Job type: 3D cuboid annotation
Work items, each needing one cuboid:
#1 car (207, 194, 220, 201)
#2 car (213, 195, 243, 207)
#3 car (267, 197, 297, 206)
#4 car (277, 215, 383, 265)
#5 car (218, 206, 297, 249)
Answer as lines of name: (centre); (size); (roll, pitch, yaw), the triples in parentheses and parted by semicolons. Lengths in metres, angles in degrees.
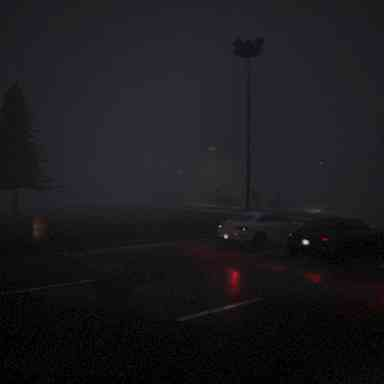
car: (4.486, 1.102, 62.519); (2.097, 1.767, 4.553); (0, 0, -35)
car: (6.119, 1.590, 53.935); (1.837, 1.490, 4.892); (0, 0, -35)
car: (13.383, 1.595, 49.599); (1.837, 1.490, 4.892); (0, 0, -35)
car: (5.296, 1.590, 11.848); (4.181, 1.385, 1.994); (0, 0, -35)
car: (3.254, 1.551, 14.688); (4.674, 1.442, 1.812); (0, 0, -35)
